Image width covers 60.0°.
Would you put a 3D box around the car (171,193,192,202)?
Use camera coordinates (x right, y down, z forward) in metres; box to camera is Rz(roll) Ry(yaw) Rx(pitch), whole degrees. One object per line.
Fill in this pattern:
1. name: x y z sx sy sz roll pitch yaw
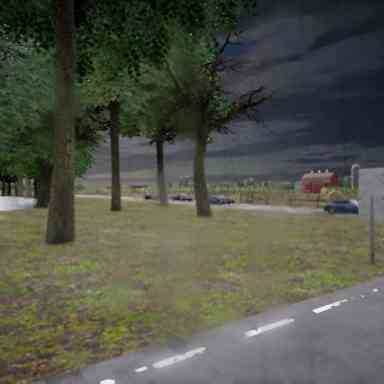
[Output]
1. car: -1.882 0.911 56.773 1.994 1.385 4.181 -1 1 -35

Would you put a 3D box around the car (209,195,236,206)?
1. car: 3.442 1.105 44.430 2.033 1.411 5.357 -1 1 -36

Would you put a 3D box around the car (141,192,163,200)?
1. car: -7.794 0.712 64.873 2.128 1.511 4.902 -1 1 -36

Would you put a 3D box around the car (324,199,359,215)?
1. car: 14.090 1.370 29.645 1.812 1.442 4.674 -1 2 -35

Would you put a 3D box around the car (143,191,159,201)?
1. car: -6.636 0.689 58.565 2.097 1.767 4.553 -1 1 -36
